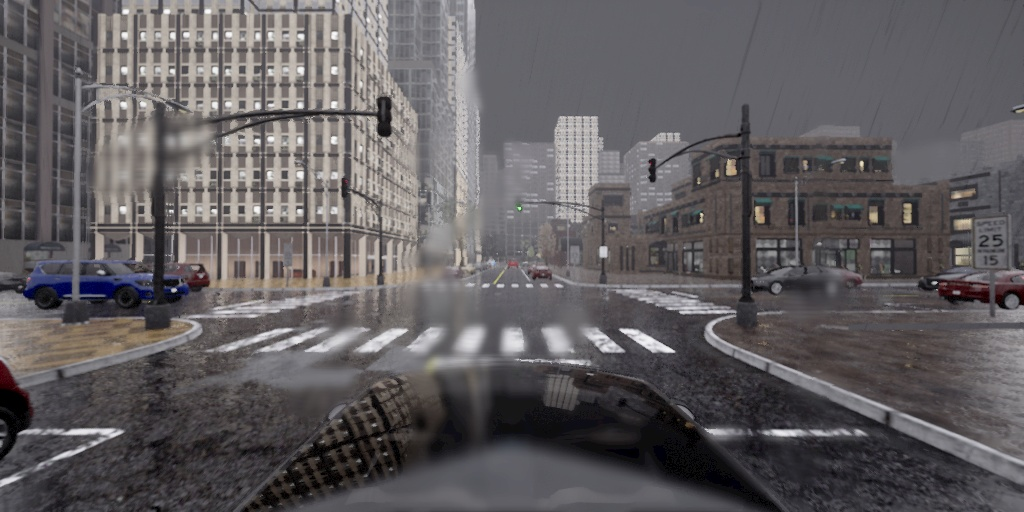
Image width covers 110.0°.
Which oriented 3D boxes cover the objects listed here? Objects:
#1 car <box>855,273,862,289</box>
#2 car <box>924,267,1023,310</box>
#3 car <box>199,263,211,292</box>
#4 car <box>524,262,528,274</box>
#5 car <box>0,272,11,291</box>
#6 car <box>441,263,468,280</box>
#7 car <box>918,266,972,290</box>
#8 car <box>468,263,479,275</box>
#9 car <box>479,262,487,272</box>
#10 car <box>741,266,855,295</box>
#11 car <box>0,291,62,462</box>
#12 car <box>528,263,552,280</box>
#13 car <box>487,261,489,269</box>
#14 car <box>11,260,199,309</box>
[{"bbox_3d":[19.005,1.354,22.016,4.207,1.307,1.802,0,0,-1],"label":"car"},{"bbox_3d":[19.107,1.243,13.636,4.507,1.381,1.888,0,0,-1],"label":"car"},{"bbox_3d":[-21.066,1.346,21.527,5.009,1.841,2.192,0,0,-1],"label":"car"},{"bbox_3d":[2.816,1.667,45.203,1.802,1.307,4.207,0,0,0],"label":"car"},{"bbox_3d":[-31.476,1.648,21.401,4.403,1.370,2.007,0,0,-1],"label":"car"},{"bbox_3d":[-5.598,1.578,34.146,1.802,1.307,4.207,0,0,0],"label":"car"},{"bbox_3d":[24.903,1.275,19.512,4.181,1.385,1.994,0,-1,-2],"label":"car"},{"bbox_3d":[-5.566,1.610,45.057,1.751,1.417,4.829,0,0,0],"label":"car"},{"bbox_3d":[-5.532,1.724,56.308,2.007,1.370,4.403,0,0,0],"label":"car"},{"bbox_3d":[15.100,1.279,19.386,4.892,1.490,1.837,0,0,-1],"label":"car"},{"bbox_3d":[-5.693,1.189,1.680,1.967,1.591,4.097,0,0,0],"label":"car"},{"bbox_3d":[2.784,1.542,34.121,1.888,1.381,4.507,0,0,0],"label":"car"},{"bbox_3d":[-5.516,1.784,61.849,1.948,1.339,4.313,0,0,0],"label":"car"},{"bbox_3d":[-17.641,1.180,15.790,5.566,2.045,2.150,0,-1,-1],"label":"car"}]
